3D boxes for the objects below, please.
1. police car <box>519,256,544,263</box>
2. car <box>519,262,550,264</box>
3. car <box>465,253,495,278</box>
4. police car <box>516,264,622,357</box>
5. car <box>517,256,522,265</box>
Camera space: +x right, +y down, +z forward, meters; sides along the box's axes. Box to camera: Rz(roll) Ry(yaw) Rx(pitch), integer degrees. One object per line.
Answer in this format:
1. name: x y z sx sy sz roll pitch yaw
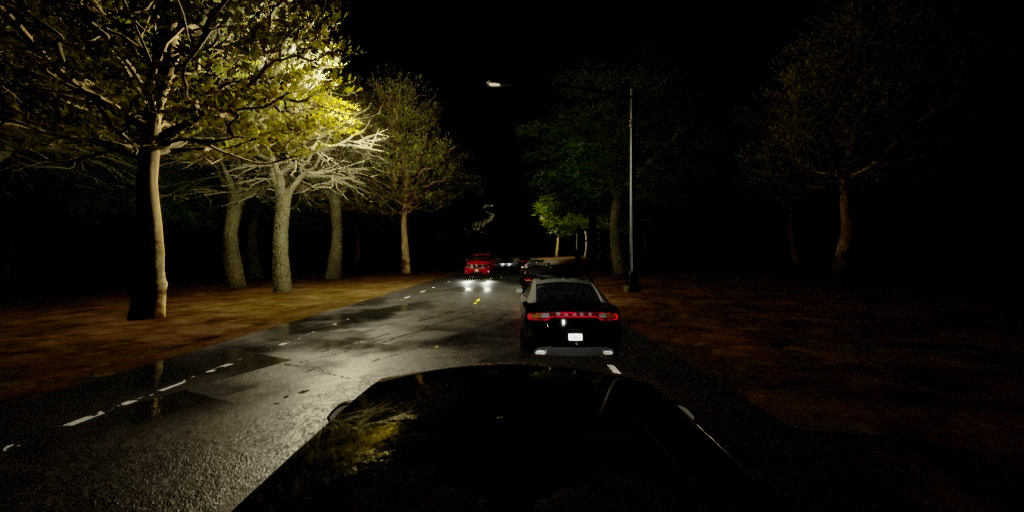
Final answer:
1. police car: 1.658 1.058 24.585 1.930 1.638 5.238 0 1 3
2. car: 1.399 1.215 18.498 1.812 1.442 4.674 0 0 2
3. car: -2.695 0.782 31.420 2.150 2.045 5.566 0 1 3
4. police car: 1.123 1.166 8.670 1.930 1.638 5.238 0 0 1
5. car: 1.802 0.836 50.144 1.837 1.490 4.892 0 1 2
